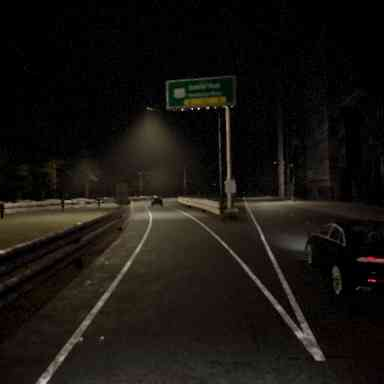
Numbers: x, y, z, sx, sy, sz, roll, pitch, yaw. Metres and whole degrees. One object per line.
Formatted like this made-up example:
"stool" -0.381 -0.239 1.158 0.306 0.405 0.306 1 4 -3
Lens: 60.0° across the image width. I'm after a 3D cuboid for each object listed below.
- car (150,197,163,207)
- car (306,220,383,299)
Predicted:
"car" -5.655 1.614 53.910 1.837 1.490 4.892 -1 0 -7
"car" 4.121 1.439 8.235 2.128 1.511 4.902 -1 0 8
